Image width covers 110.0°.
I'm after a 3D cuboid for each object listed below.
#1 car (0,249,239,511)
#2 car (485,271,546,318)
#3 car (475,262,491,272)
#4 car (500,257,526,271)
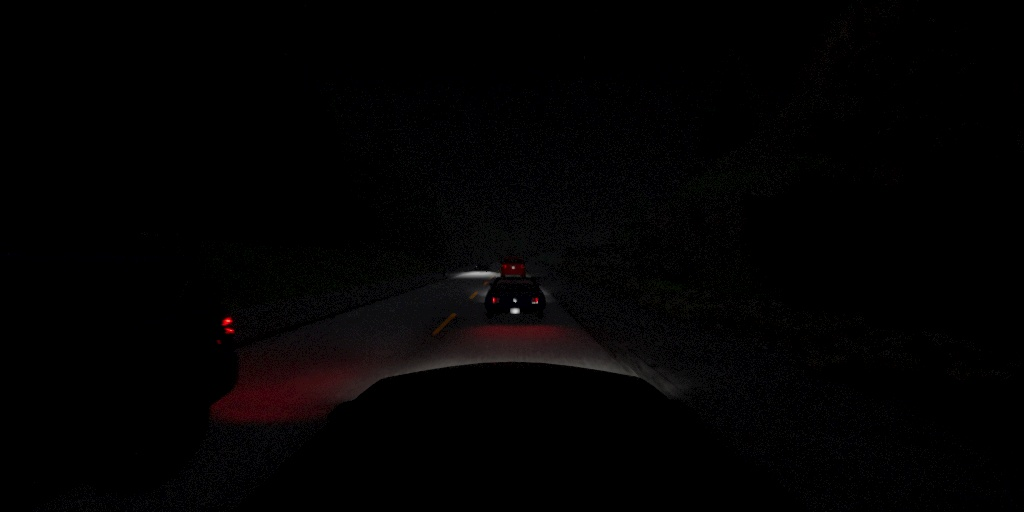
[{"bbox_3d":[-4.101,0.970,1.648,2.150,2.045,5.566,0,0,0],"label":"car"},{"bbox_3d":[0.103,1.392,13.138,1.895,1.301,4.718,0,0,0],"label":"car"},{"bbox_3d":[-4.053,1.524,50.365,1.895,1.301,4.718,0,0,0],"label":"car"},{"bbox_3d":[0.110,1.085,33.307,2.150,2.045,5.566,0,0,0],"label":"car"}]
